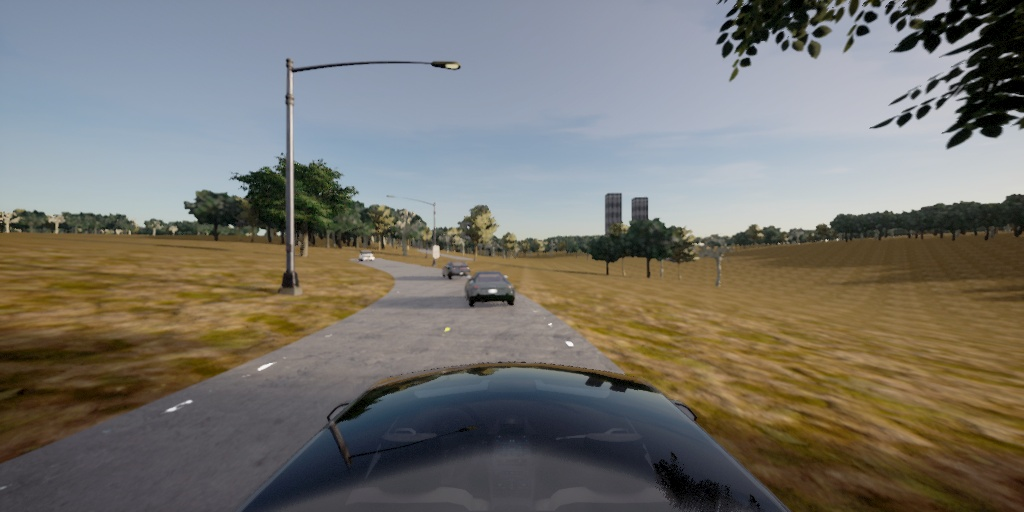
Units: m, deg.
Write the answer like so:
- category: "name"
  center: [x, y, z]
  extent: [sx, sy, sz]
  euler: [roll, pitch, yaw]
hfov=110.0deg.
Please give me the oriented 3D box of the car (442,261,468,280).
- category: "car"
  center: [-4.881, 1.179, 31.106]
  extent: [2.128, 1.511, 4.902]
  euler: [0, 1, -20]

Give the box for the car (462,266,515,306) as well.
- category: "car"
  center: [-1.101, 1.373, 16.363]
  extent: [1.994, 1.385, 4.181]
  euler: [0, 0, -9]
